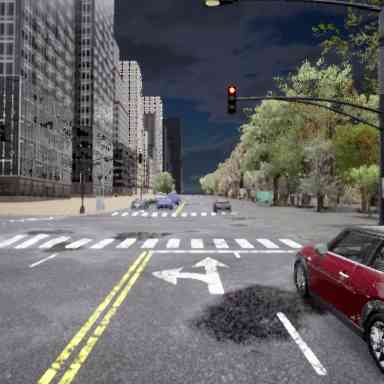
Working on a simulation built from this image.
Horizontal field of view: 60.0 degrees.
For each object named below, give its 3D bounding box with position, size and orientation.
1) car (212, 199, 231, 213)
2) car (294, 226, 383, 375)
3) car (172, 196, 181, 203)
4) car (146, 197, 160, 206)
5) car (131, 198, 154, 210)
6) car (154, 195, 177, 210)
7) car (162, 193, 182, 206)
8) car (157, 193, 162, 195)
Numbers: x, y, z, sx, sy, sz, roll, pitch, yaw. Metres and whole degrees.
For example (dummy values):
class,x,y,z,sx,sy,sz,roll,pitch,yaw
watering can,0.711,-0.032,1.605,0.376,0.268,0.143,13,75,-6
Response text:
class,x,y,z,sx,sy,sz,roll,pitch,yaw
car,3.327,1.487,37.677,2.128,1.511,4.902,0,0,0
car,3.347,1.348,5.677,2.097,1.767,4.553,0,0,0
car,-3.294,1.537,71.714,1.812,1.442,4.674,0,0,0
car,-6.619,1.617,56.730,1.895,1.301,4.718,0,0,0
car,-6.622,1.504,42.699,2.128,1.511,4.902,0,0,0
car,-3.374,1.490,42.542,1.882,1.535,5.008,0,0,0
car,-3.369,1.239,57.190,2.150,2.045,5.566,0,0,0
car,-6.543,1.246,71.449,2.150,2.045,5.566,0,0,0
